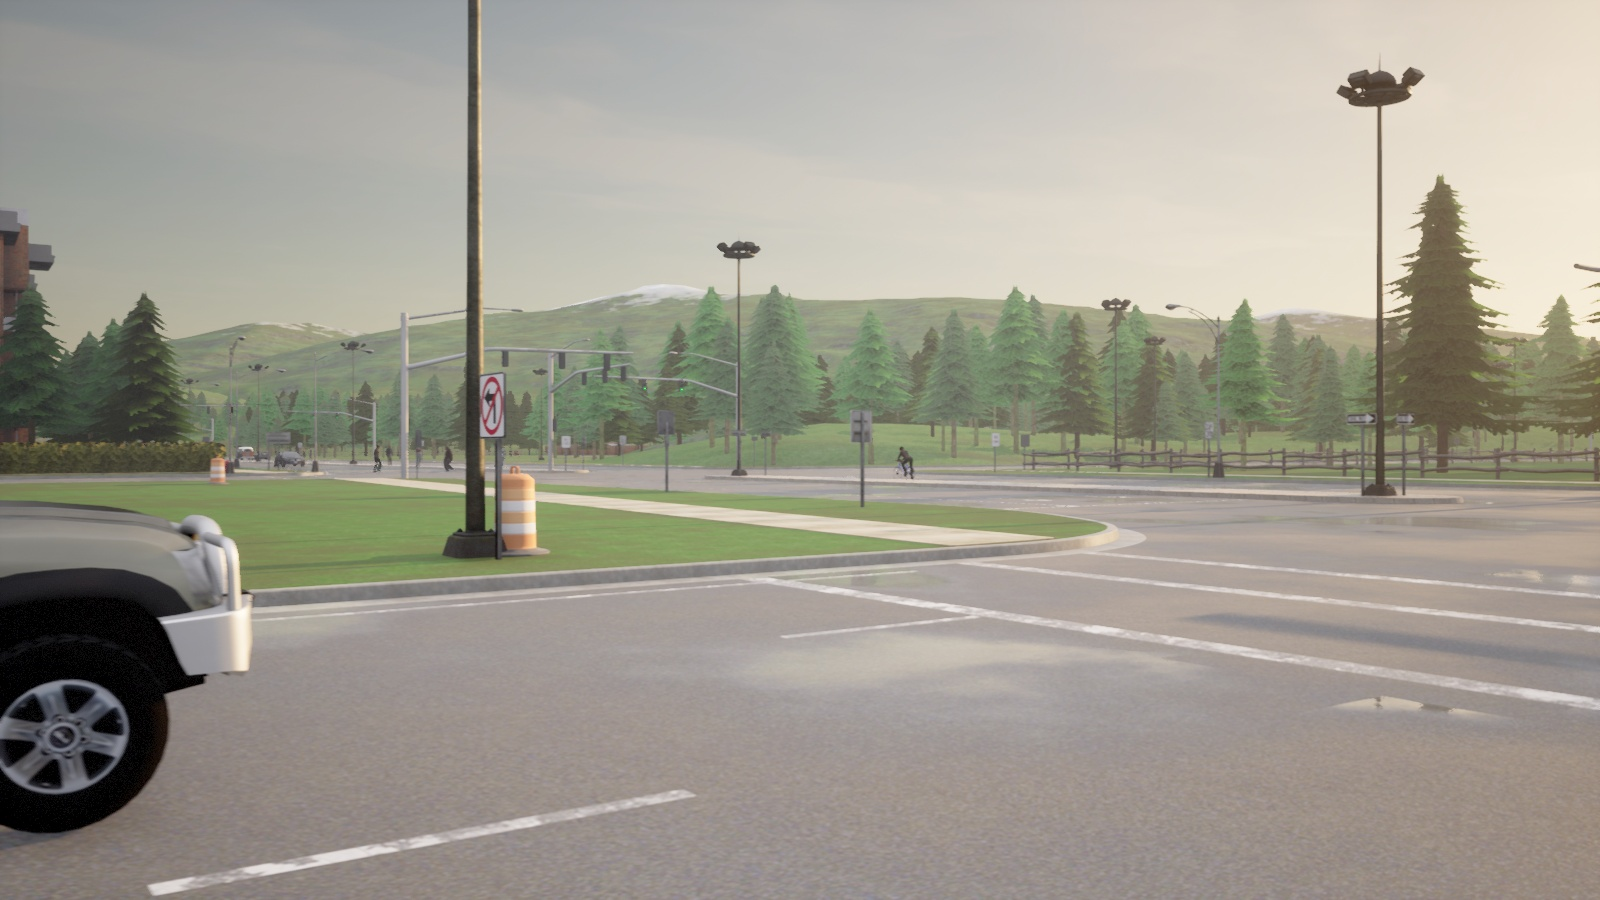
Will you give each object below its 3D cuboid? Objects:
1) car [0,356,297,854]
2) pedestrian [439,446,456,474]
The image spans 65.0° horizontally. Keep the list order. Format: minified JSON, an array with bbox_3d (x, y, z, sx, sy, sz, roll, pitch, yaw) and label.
[{"bbox_3d":[-4.563,0.589,4.746,4.605,1.855,1.932,-1,0,-35],"label":"car"},{"bbox_3d":[-23.563,0.642,84.034,0.899,1.844,0.634,0,0,-40],"label":"pedestrian"}]
